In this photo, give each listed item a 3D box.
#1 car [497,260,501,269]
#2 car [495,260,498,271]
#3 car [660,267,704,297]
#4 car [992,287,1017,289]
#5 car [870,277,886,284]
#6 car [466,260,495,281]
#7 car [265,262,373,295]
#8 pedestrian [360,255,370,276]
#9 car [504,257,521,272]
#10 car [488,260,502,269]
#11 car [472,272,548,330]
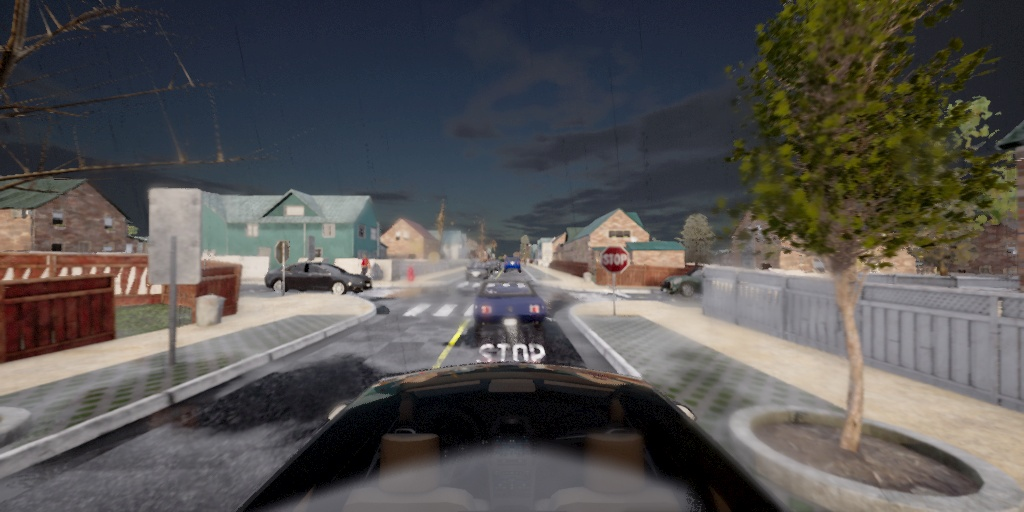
[{"bbox_3d":[-2.890,1.385,50.544,1.837,1.490,4.892,0,0,0],"label":"car"},{"bbox_3d":[-2.881,1.440,40.423,1.895,1.301,4.718,0,0,0],"label":"car"},{"bbox_3d":[10.990,1.433,20.589,4.553,1.767,2.097,1,-1,-1],"label":"car"},{"bbox_3d":[30.187,1.994,20.621,5.008,1.535,1.882,1,-1,0],"label":"car"},{"bbox_3d":[19.989,1.849,20.619,4.181,1.385,1.994,1,-1,0],"label":"car"},{"bbox_3d":[-2.874,1.301,31.122,2.128,1.511,4.902,0,0,0],"label":"car"},{"bbox_3d":[-9.183,1.074,17.202,4.892,1.490,1.837,1,-1,6],"label":"car"},{"bbox_3d":[-9.649,0.809,23.519,0.375,1.860,0.375,0,-2,0],"label":"pedestrian"},{"bbox_3d":[0.060,1.090,47.968,2.150,2.045,5.566,0,0,0],"label":"car"},{"bbox_3d":[-2.860,1.420,60.729,2.128,1.511,4.902,0,0,0],"label":"car"},{"bbox_3d":[-0.219,1.365,11.140,1.895,1.301,4.718,0,0,-5],"label":"car"}]
